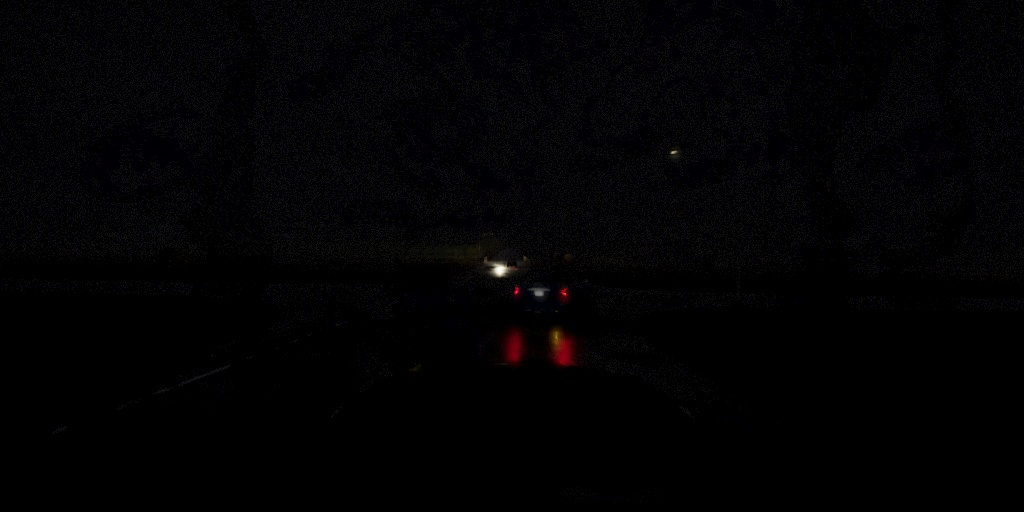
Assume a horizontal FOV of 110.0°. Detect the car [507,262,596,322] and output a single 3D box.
[{"bbox_3d":[1.677,1.205,13.142,2.097,1.767,4.553,0,0,23],"label":"car"}]
